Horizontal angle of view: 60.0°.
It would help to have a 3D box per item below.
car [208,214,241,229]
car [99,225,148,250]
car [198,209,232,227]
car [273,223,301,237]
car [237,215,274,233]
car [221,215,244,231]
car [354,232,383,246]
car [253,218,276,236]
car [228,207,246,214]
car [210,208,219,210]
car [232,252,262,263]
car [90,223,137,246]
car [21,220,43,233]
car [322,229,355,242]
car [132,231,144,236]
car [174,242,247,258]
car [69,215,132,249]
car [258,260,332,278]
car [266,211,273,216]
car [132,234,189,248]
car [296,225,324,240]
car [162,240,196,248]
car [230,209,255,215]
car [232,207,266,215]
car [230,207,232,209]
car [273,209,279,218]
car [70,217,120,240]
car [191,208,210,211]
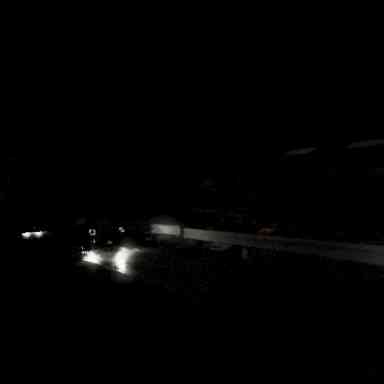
[{"bbox_3d":[4.719,4.399,46.779,2.002,1.452,4.674,0,0,36],"label":"car"},{"bbox_3d":[-6.809,4.486,33.464,2.185,1.767,4.553,-1,1,36],"label":"car"},{"bbox_3d":[3.085,4.106,49.266,2.435,2.045,5.566,0,0,36],"label":"car"},{"bbox_3d":[11.287,4.367,36.941,2.231,1.521,4.892,0,0,36],"label":"car"},{"bbox_3d":[8.024,4.237,41.881,2.185,1.767,4.553,0,0,36],"label":"car"},{"bbox_3d":[6.365,4.362,44.322,2.231,1.521,4.892,0,0,36],"label":"car"},{"bbox_3d":[16.320,4.368,29.706,1.946,1.575,5.366,0,0,36],"label":"car"},{"bbox_3d":[9.544,4.361,39.244,1.946,1.575,5.366,0,0,36],"label":"car"},{"bbox_3d":[12.537,5.076,93.191,4.553,1.767,2.185,-1,-2,36],"label":"car"},{"bbox_3d":[4.174,5.043,87.404,4.892,1.521,2.231,-1,-1,36],"label":"car"},{"bbox_3d":[3.300,4.621,18.409,2.231,1.521,4.892,0,1,36],"label":"car"},{"bbox_3d":[-8.446,4.482,36.024,2.185,1.767,4.553,0,1,36],"label":"car"},{"bbox_3d":[-19.306,4.116,40.065,1.994,1.385,4.181,-1,-3,-33],"label":"car"},{"bbox_3d":[14.567,4.369,32.019,2.097,1.535,5.008,0,0,37],"label":"car"},{"bbox_3d":[-5.123,4.487,30.950,2.185,1.767,4.553,-1,1,36],"label":"car"},{"bbox_3d":[1.581,4.369,20.894,2.435,2.045,5.566,0,1,36],"label":"car"},{"bbox_3d":[-5.454,2.161,18.946,2.097,1.767,4.553,-1,-3,-33],"label":"car"},{"bbox_3d":[4.980,4.370,15.915,2.435,2.045,5.566,-1,1,36],"label":"car"},{"bbox_3d":[14.528,5.073,72.509,4.674,1.452,2.002,1,0,36],"label":"car"},{"bbox_3d":[-1.742,4.364,25.970,2.435,2.045,5.566,-1,1,36],"label":"car"},{"bbox_3d":[12.944,4.397,34.501,2.163,1.488,4.792,0,0,36],"label":"car"},{"bbox_3d":[-0.054,4.646,23.462,2.163,1.488,4.792,-1,1,36],"label":"car"},{"bbox_3d":[9.690,4.917,69.000,5.366,1.575,1.946,1,0,36],"label":"car"},{"bbox_3d":[12.068,4.727,70.799,5.566,2.045,2.435,1,0,36],"label":"car"},{"bbox_3d":[9.789,5.177,91.236,4.792,1.488,2.163,-1,-2,35],"label":"car"},{"bbox_3d":[17.030,5.083,74.209,5.008,1.535,2.097,1,1,36],"label":"car"},{"bbox_3d":[-11.833,4.354,40.999,2.435,2.045,5.566,0,1,36],"label":"car"},{"bbox_3d":[1.369,4.989,85.493,4.892,1.521,2.231,-1,-2,36],"label":"car"}]
